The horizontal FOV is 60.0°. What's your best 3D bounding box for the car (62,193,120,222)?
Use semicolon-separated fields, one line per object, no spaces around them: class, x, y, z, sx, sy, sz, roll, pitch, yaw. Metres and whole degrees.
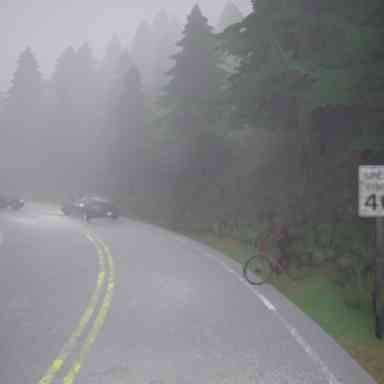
car;-5.704;0.768;18.737;1.812;1.442;4.674;2;2;-40

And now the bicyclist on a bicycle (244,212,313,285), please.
bicyclist on a bicycle;1.922;1.252;7.478;1.656;1.620;0.582;-4;3;-8

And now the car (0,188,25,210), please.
car;-12.224;0.381;20.115;4.718;1.301;1.895;6;2;32
